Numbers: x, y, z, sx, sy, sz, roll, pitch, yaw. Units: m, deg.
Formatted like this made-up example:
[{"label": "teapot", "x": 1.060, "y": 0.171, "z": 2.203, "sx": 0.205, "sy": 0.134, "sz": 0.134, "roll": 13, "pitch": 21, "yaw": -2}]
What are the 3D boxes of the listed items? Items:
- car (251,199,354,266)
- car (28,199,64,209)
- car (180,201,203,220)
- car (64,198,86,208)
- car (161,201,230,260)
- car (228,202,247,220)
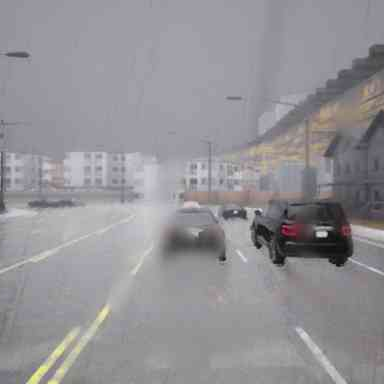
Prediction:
[{"label": "car", "x": 3.563, "y": 1.232, "z": 11.757, "sx": 2.150, "sy": 2.045, "sz": 5.566, "roll": 0, "pitch": 0, "yaw": 0}, {"label": "car", "x": -20.533, "y": 1.635, "z": 46.237, "sx": 4.718, "sy": 1.301, "sz": 1.895, "roll": 0, "pitch": 0, "yaw": 32}, {"label": "car", "x": -0.118, "y": 1.546, "z": 28.857, "sx": 1.812, "sy": 1.442, "sz": 4.674, "roll": 0, "pitch": 0, "yaw": -3}, {"label": "car", "x": -17.444, "y": 1.561, "z": 48.450, "sx": 4.674, "sy": 1.442, "sz": 1.812, "roll": 0, "pitch": 0, "yaw": 35}, {"label": "car", "x": 0.067, "y": 1.360, "z": 12.567, "sx": 2.097, "sy": 1.767, "sz": 4.553, "roll": 0, "pitch": 0, "yaw": 0}, {"label": "car", "x": 3.385, "y": 1.584, "z": 28.593, "sx": 1.994, "sy": 1.385, "sz": 4.181, "roll": 0, "pitch": 0, "yaw": -3}]
